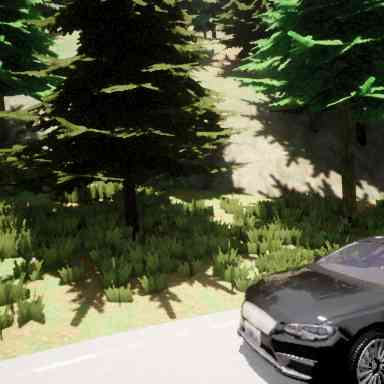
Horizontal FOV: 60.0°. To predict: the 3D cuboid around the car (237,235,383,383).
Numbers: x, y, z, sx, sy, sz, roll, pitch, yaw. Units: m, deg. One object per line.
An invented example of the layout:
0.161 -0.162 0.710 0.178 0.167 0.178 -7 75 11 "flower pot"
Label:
3.064 1.431 4.829 4.902 1.511 2.128 -1 1 -18 "car"
